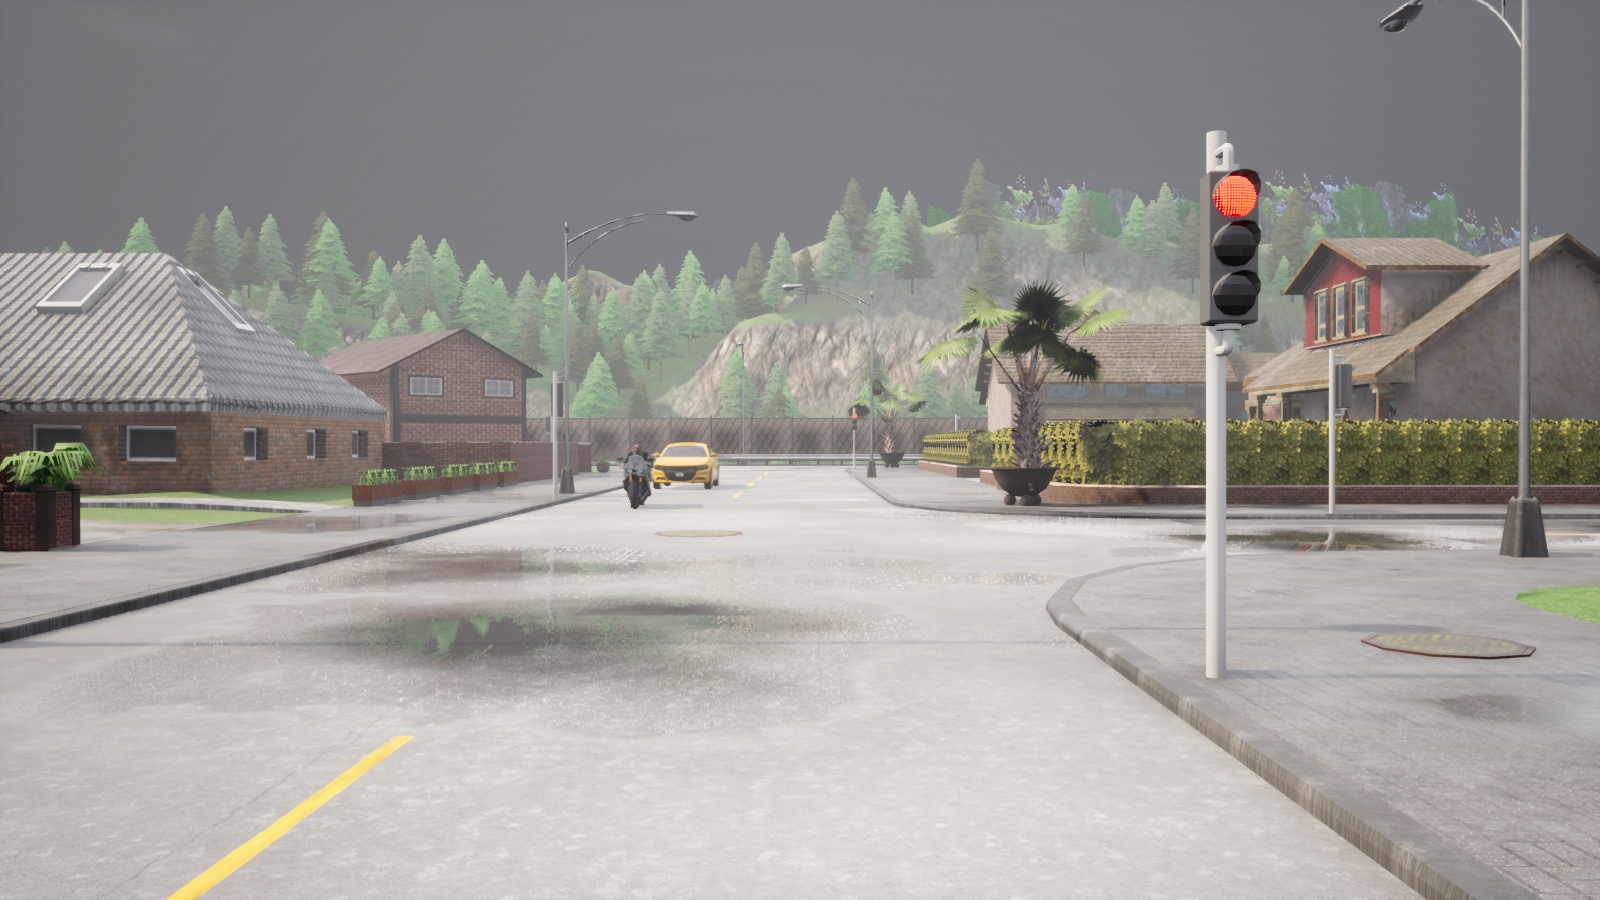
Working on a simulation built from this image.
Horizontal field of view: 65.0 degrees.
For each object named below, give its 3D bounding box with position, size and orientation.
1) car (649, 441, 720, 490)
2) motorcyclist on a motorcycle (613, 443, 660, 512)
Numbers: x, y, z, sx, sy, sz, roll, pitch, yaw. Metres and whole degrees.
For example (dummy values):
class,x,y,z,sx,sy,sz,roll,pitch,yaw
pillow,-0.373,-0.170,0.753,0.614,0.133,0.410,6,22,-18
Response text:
class,x,y,z,sx,sy,sz,roll,pitch,yaw
car,-3.763,0.485,41.836,1.882,1.535,5.008,0,0,0
motorcyclist on a motorcycle,-3.757,0.615,29.003,0.866,1.530,2.191,0,0,-2
